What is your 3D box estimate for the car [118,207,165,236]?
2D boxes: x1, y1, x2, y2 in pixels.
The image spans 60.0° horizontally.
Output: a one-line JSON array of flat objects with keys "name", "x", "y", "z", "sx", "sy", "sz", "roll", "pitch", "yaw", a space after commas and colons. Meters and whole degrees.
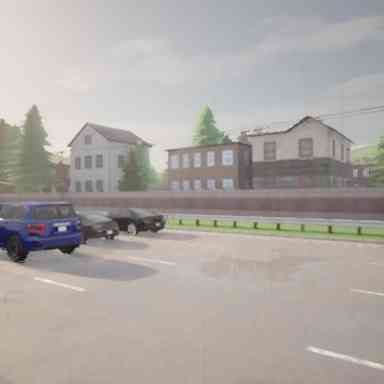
[{"name": "car", "x": -3.849, "y": 1.635, "z": 19.539, "sx": 5.008, "sy": 1.535, "sz": 1.882, "roll": 0, "pitch": 0, "yaw": 36}]

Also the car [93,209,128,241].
[{"name": "car", "x": -5.603, "y": 1.679, "z": 16.487, "sx": 4.674, "sy": 1.442, "sz": 1.812, "roll": 0, "pitch": 0, "yaw": 36}]

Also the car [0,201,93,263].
[{"name": "car", "x": -6.579, "y": 1.364, "z": 12.867, "sx": 5.566, "sy": 2.045, "sz": 2.150, "roll": 0, "pitch": 0, "yaw": 36}]

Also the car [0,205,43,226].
[{"name": "car", "x": -14.682, "y": 1.849, "z": 27.243, "sx": 5.357, "sy": 1.411, "sz": 2.033, "roll": -1, "pitch": 0, "yaw": 35}]
